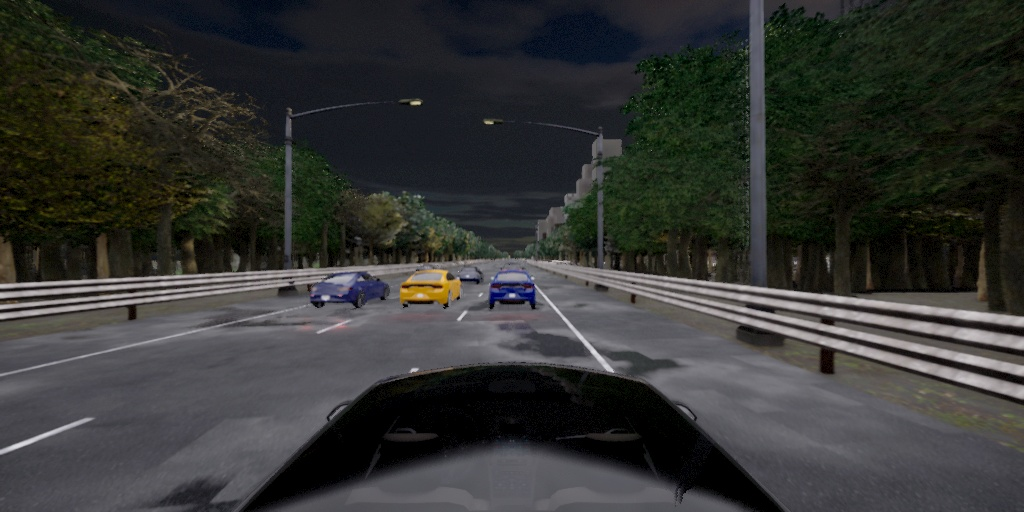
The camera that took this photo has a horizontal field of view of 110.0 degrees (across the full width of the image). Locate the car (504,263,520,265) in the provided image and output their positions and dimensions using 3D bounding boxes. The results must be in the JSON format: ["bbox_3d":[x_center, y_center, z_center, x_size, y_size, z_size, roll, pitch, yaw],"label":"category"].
[{"bbox_3d":[0.026,1.366,30.271,2.097,1.767,4.553,0,-1,1],"label":"car"}]

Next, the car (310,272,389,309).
[{"bbox_3d":[-6.972,1.410,15.756,1.812,1.442,4.674,0,0,1],"label":"car"}]

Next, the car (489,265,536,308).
[{"bbox_3d":[0.032,1.365,16.099,1.882,1.535,5.008,0,0,1],"label":"car"}]

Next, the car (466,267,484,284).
[{"bbox_3d":[-3.478,1.580,30.305,1.994,1.385,4.181,0,0,1],"label":"car"}]

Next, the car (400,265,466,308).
[{"bbox_3d":[-3.468,1.365,16.097,1.882,1.535,5.008,0,0,1],"label":"car"}]
